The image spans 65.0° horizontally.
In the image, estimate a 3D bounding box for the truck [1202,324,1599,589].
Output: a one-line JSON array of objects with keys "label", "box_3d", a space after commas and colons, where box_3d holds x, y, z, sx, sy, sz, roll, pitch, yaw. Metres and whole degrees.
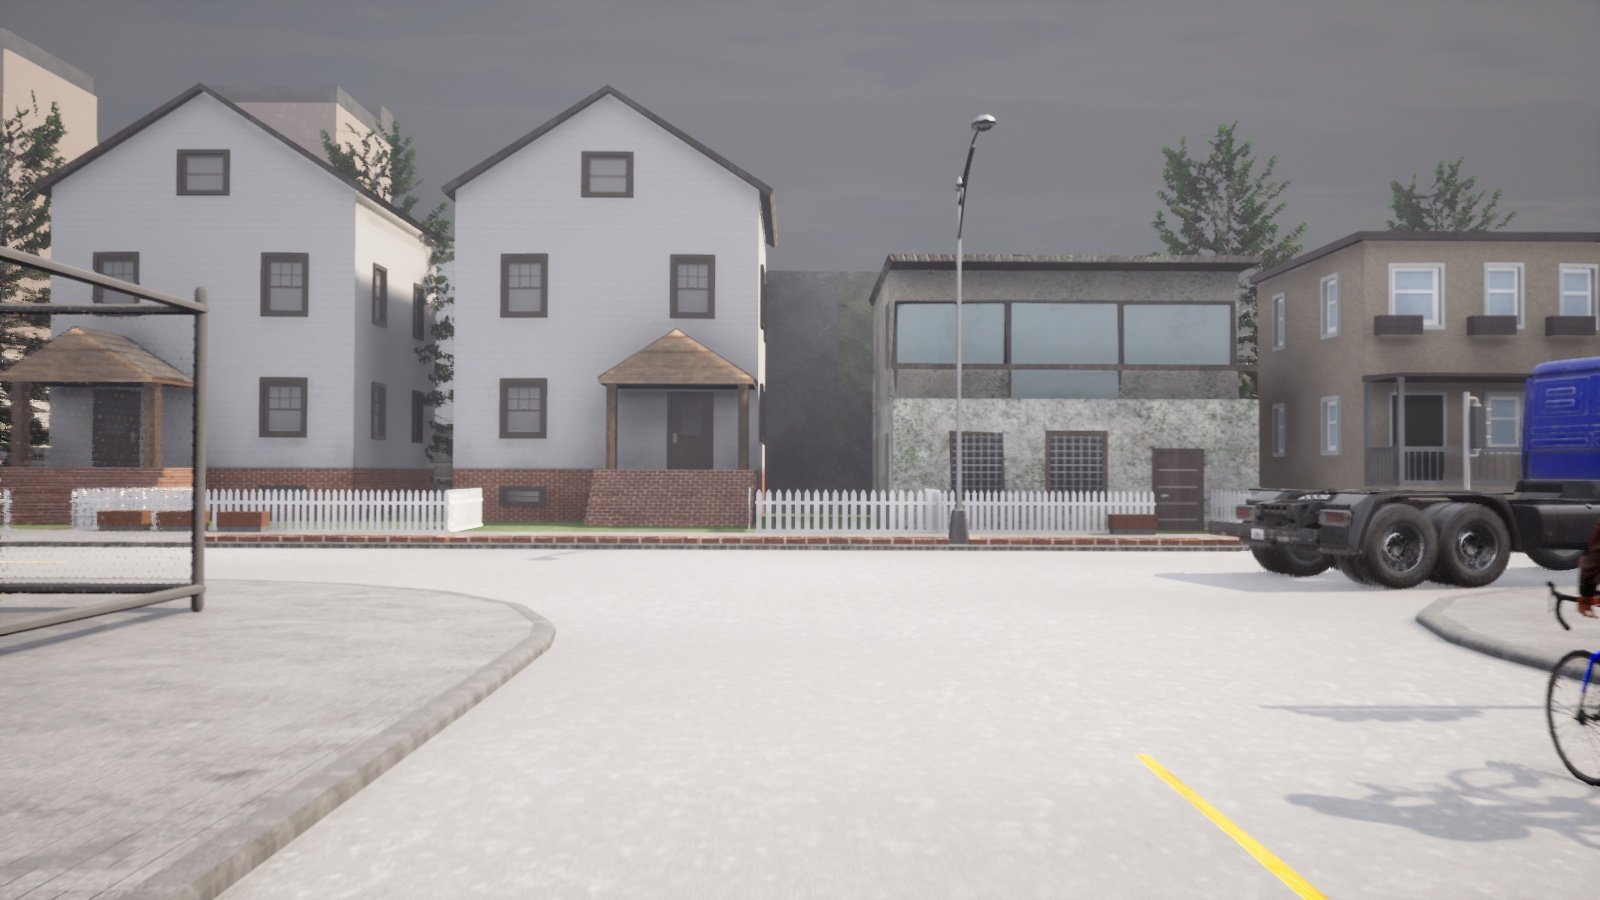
[{"label": "truck", "box_3d": [10.367, 0.106, 18.722, 7.936, 3.462, 2.891, 0, -1, -13]}]

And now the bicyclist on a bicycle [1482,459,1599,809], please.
[{"label": "bicyclist on a bicycle", "box_3d": [3.985, 0.852, 5.944, 0.582, 1.620, 1.656, 0, -1, 0]}]
